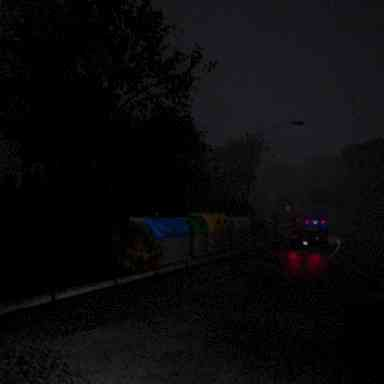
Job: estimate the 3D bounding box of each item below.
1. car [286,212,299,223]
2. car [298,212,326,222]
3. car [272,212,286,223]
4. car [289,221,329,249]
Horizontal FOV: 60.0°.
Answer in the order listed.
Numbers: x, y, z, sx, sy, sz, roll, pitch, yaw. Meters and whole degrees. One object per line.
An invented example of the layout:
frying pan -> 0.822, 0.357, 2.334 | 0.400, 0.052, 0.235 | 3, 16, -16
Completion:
car -> 14.522, 3.706, 44.807 | 2.150, 2.045, 5.566 | 0, -2, 7
car -> 12.544, 3.207, 34.480 | 2.150, 2.045, 5.566 | 0, -3, 15
car -> 14.949, 4.139, 55.886 | 2.097, 1.767, 4.553 | 0, -1, -3
car -> 7.567, 2.806, 21.188 | 1.895, 1.301, 4.718 | 0, -3, 27
